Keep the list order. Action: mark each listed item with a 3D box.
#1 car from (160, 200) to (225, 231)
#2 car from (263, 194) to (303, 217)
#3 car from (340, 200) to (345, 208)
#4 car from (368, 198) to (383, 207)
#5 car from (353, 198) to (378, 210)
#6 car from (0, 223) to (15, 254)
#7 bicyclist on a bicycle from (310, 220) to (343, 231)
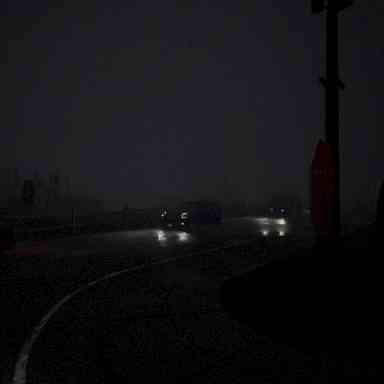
[{"bbox_3d":[0.116,1.314,20.612,2.097,1.767,4.553,0,0,38],"label":"car"},{"bbox_3d":[8.748,1.181,31.633,2.150,2.045,5.566,0,0,38],"label":"car"},{"bbox_3d":[18.757,1.562,44.274,1.895,1.301,4.718,0,0,38],"label":"car"},{"bbox_3d":[28.231,1.564,50.533,1.895,1.301,4.718,0,0,38],"label":"car"},{"bbox_3d":[22.039,1.527,42.618,1.994,1.385,4.181,0,0,38],"label":"car"},{"bbox_3d":[-7.851,1.470,9.797,1.837,1.490,4.892,0,0,30],"label":"car"},{"bbox_3d":[6.940,1.264,17.190,1.656,1.620,0.582,0,0,38],"label":"bicyclist on a bicycle"}]
